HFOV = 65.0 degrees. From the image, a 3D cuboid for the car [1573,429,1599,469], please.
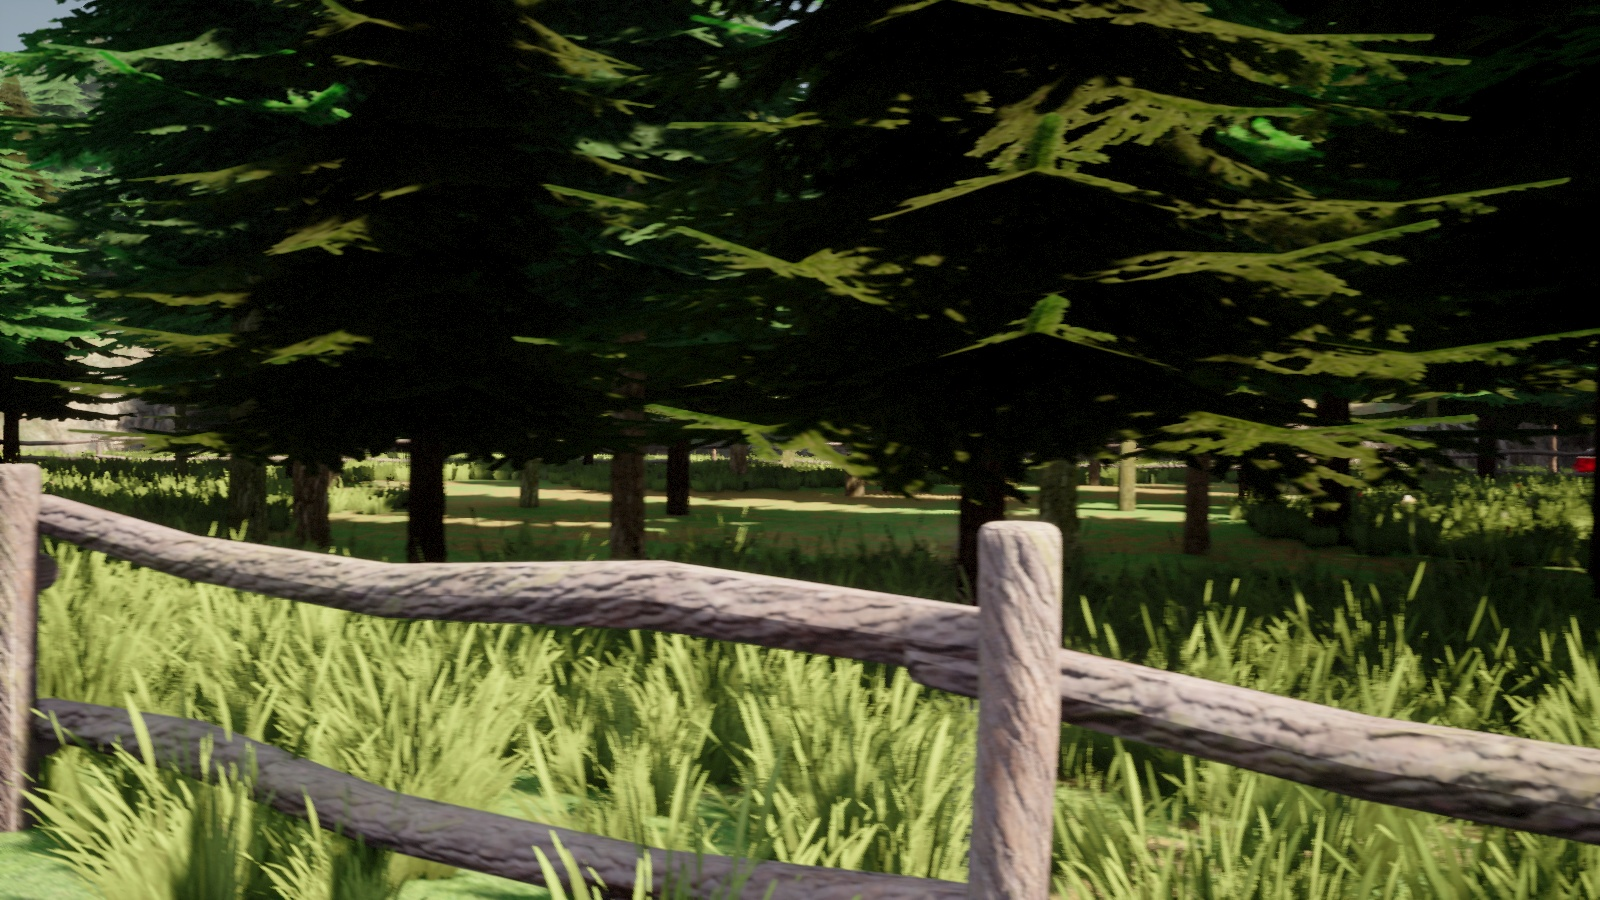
[{"bbox_3d":[28.220,-0.040,43.472,2.207,1.376,1.481,-1,1,19],"label":"car"}]
